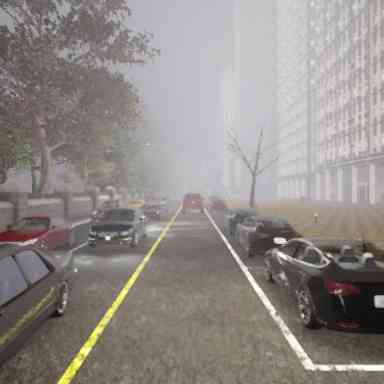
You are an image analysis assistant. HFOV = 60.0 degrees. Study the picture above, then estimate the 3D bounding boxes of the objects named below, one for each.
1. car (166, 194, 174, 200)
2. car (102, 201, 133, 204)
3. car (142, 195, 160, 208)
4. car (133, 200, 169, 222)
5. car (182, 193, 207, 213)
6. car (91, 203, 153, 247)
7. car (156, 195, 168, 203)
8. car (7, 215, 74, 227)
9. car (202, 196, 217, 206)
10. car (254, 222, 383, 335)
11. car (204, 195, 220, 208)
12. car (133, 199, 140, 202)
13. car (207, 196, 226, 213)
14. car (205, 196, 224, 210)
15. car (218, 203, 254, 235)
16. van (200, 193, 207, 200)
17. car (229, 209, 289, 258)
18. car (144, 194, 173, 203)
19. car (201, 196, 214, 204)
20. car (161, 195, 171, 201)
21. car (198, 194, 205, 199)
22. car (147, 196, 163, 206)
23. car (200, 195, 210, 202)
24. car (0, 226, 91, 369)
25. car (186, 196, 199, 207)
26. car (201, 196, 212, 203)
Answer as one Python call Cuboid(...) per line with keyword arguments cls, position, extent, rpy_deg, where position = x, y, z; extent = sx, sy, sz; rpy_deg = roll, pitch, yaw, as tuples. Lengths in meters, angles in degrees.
Cuboid(cls="car", position=(-5.682, 1.262, 85.360), extent=(1.752, 1.417, 4.829), rpy_deg=(0, 0, 0))
Cuboid(cls="car", position=(-5.686, 1.351, 23.575), extent=(1.967, 1.590, 4.097), rpy_deg=(0, 0, 0))
Cuboid(cls="car", position=(-5.684, 1.278, 46.103), extent=(1.967, 1.590, 4.097), rpy_deg=(0, 0, 0))
Cuboid(cls="car", position=(-3.076, 1.506, 25.234), extent=(1.895, 1.301, 4.718), rpy_deg=(0, 0, 0))
Cuboid(cls="car", position=(0.105, 1.093, 34.457), extent=(2.150, 2.045, 5.566), rpy_deg=(0, 0, 0))
Cuboid(cls="car", position=(-3.084, 1.448, 14.661), extent=(1.837, 1.490, 4.892), rpy_deg=(0, 0, 0))
Cuboid(cls="car", position=(-5.683, 1.334, 63.001), extent=(1.887, 1.381, 4.507), rpy_deg=(0, 0, 0))
Cuboid(cls="car", position=(-5.688, 1.534, 12.310), extent=(1.802, 1.307, 4.206), rpy_deg=(0, 0, 0))
Cuboid(cls="car", position=(2.696, 1.372, 51.735), extent=(2.008, 1.369, 4.403), rpy_deg=(0, 0, 0))
Cuboid(cls="car", position=(2.692, 1.539, 6.677), extent=(1.947, 1.339, 4.313), rpy_deg=(0, 0, 0))
Cuboid(cls="car", position=(2.696, 1.278, 46.102), extent=(1.967, 1.590, 4.097), rpy_deg=(0, 0, 0))
Cuboid(cls="car", position=(-5.685, 1.399, 34.670), extent=(1.752, 1.417, 4.829), rpy_deg=(0, 0, 0))
Cuboid(cls="car", position=(2.695, 1.418, 34.840), extent=(1.887, 1.381, 4.507), rpy_deg=(0, 0, 0))
Cuboid(cls="car", position=(2.696, 1.295, 40.471), extent=(1.967, 1.590, 4.097), rpy_deg=(0, 0, 0))
Cuboid(cls="car", position=(2.693, 1.497, 17.942), extent=(1.947, 1.339, 4.313), rpy_deg=(0, 0, 0))
Cuboid(cls="van", position=(2.698, 1.089, 79.897), extent=(1.690, 1.788, 3.998), rpy_deg=(0, 0, 0))
Cuboid(cls="car", position=(2.693, 1.518, 12.309), extent=(1.947, 1.339, 4.313), rpy_deg=(0, 0, 0))
Cuboid(cls="car", position=(-2.997, 1.080, 30.760), extent=(2.033, 1.411, 5.357), rpy_deg=(0, 0, 0))
Cuboid(cls="car", position=(2.696, 1.356, 57.367), extent=(2.008, 1.369, 4.403), rpy_deg=(0, 0, 0))
Cuboid(cls="car", position=(-5.683, 1.305, 74.265), extent=(1.887, 1.381, 4.507), rpy_deg=(0, 0, 0))
Cuboid(cls="car", position=(2.699, 1.307, 91.161), extent=(1.802, 1.307, 4.206), rpy_deg=(0, 0, 0))
Cuboid(cls="car", position=(-5.685, 1.366, 51.736), extent=(1.887, 1.381, 4.507), rpy_deg=(0, 0, 0))
Cuboid(cls="car", position=(2.697, 1.356, 68.632), extent=(1.802, 1.307, 4.206), rpy_deg=(0, 0, 0))
Cuboid(cls="car", position=(-3.118, 1.529, 4.581), extent=(2.033, 1.411, 5.357), rpy_deg=(0, 0, -4))
Cuboid(cls="car", position=(0.096, 1.337, 48.532), extent=(1.837, 1.490, 4.892), rpy_deg=(0, 0, 0))
Cuboid(cls="car", position=(2.697, 1.371, 63.000), extent=(1.802, 1.307, 4.206), rpy_deg=(0, 0, 0))
